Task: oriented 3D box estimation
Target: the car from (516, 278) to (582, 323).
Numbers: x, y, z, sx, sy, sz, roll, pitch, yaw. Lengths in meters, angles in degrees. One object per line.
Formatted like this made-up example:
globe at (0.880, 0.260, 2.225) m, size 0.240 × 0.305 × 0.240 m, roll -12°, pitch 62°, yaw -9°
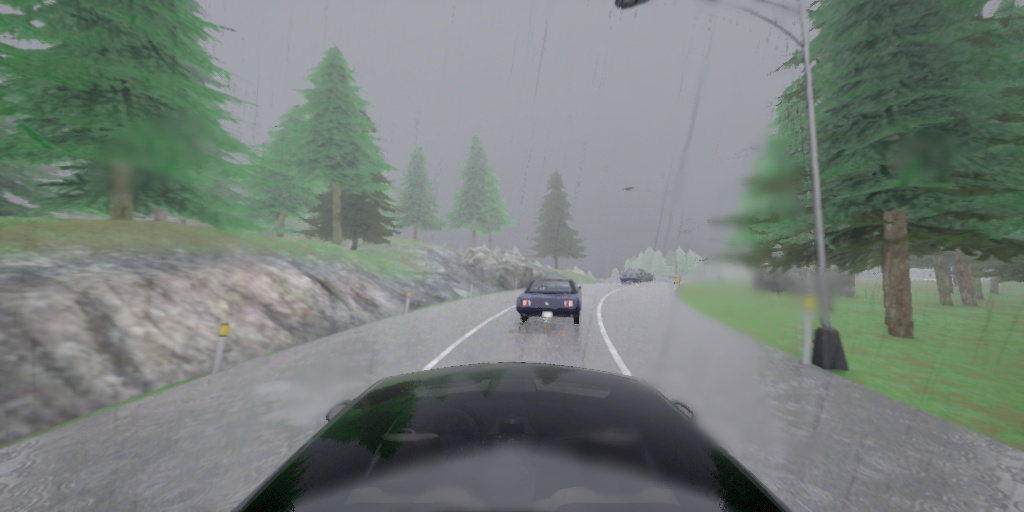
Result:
car at (1.469, 1.423, 12.488) m, size 1.895 × 1.301 × 4.718 m, roll -1°, pitch -1°, yaw 12°

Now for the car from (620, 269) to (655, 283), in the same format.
car at (12.441, 1.975, 35.500) m, size 2.033 × 1.411 × 5.357 m, roll -4°, pitch -4°, yaw 39°
